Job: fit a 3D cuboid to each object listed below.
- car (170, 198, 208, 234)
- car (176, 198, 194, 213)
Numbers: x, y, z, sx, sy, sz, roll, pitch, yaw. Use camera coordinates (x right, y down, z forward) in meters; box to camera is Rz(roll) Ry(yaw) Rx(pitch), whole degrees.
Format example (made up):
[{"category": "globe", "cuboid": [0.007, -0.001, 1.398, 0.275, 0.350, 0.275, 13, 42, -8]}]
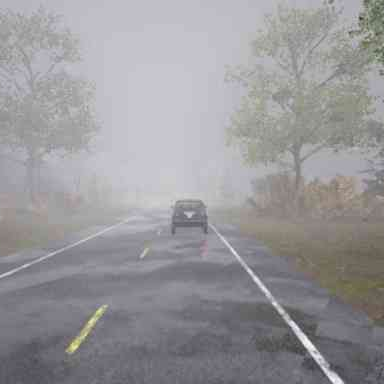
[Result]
[{"category": "car", "cuboid": [-0.177, 1.411, 20.893, 2.150, 2.045, 5.566, 0, 0, -1]}, {"category": "car", "cuboid": [-0.958, 1.729, 42.827, 2.097, 1.767, 4.553, 0, -1, -3]}]
